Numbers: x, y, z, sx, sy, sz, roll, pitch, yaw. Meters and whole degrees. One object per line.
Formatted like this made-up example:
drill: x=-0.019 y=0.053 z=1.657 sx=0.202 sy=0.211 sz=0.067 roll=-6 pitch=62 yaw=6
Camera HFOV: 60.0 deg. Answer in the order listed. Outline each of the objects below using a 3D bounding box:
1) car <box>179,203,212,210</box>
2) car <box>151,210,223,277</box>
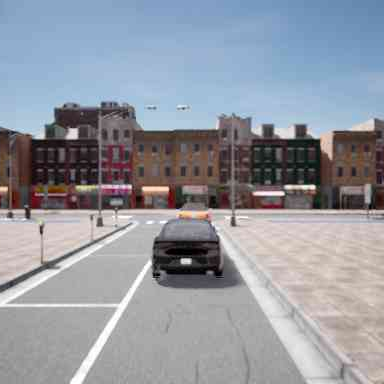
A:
car: x=0.218 y=1.472 z=21.486 sx=2.097 sy=1.767 sz=4.553 roll=0 pitch=0 yaw=3
car: x=-0.098 y=1.536 z=10.471 sx=1.882 sy=1.535 sz=5.008 roll=0 pitch=0 yaw=1
